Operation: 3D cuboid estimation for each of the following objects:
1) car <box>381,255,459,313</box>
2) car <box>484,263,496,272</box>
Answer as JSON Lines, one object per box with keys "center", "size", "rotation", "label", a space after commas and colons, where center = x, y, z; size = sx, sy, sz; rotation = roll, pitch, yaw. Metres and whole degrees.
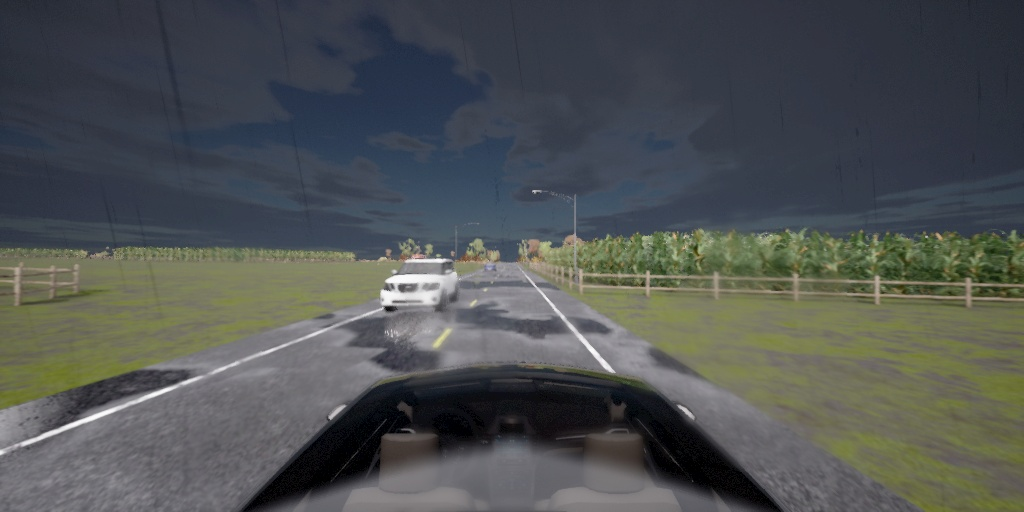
{"center": [-3.595, 1.109, 15.090], "size": [2.150, 2.045, 5.566], "rotation": [0, -1, 0], "label": "car"}
{"center": [-3.525, 1.849, 58.425], "size": [1.812, 1.442, 4.674], "rotation": [0, 0, 1], "label": "car"}
